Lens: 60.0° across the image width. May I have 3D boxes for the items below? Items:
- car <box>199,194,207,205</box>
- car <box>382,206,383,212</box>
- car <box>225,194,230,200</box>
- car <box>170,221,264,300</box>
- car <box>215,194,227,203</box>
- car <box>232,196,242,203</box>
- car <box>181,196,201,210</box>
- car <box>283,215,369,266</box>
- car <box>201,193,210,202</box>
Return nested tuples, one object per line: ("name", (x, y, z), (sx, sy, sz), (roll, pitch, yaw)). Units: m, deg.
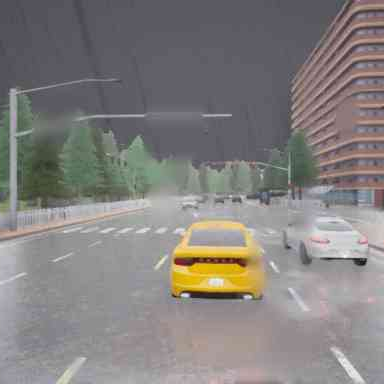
("car", (1.350, 1.526, 61.234), (1.812, 1.442, 4.674), (0, 0, 5))
("car", (22.452, 1.560, 34.514), (4.892, 1.490, 1.837), (0, 0, 5))
("car", (8.354, 1.351, 89.142), (2.097, 1.767, 4.553), (0, 0, 31))
("car", (0.657, 1.478, 8.488), (1.882, 1.535, 5.008), (0, 0, 5))
("car", (5.586, 1.601, 67.681), (1.895, 1.301, 4.718), (0, 0, 5))
("car", (9.267, 1.505, 68.952), (1.837, 1.490, 4.892), (0, 0, 7))
("car", (-0.215, 1.537, 42.519), (1.812, 1.442, 4.674), (0, 0, 5))
("car", (4.436, 1.526, 11.521), (1.812, 1.442, 4.674), (0, 0, 5))
("car", (2.797, 1.225, 74.832), (2.150, 2.045, 5.566), (0, 0, 10))
